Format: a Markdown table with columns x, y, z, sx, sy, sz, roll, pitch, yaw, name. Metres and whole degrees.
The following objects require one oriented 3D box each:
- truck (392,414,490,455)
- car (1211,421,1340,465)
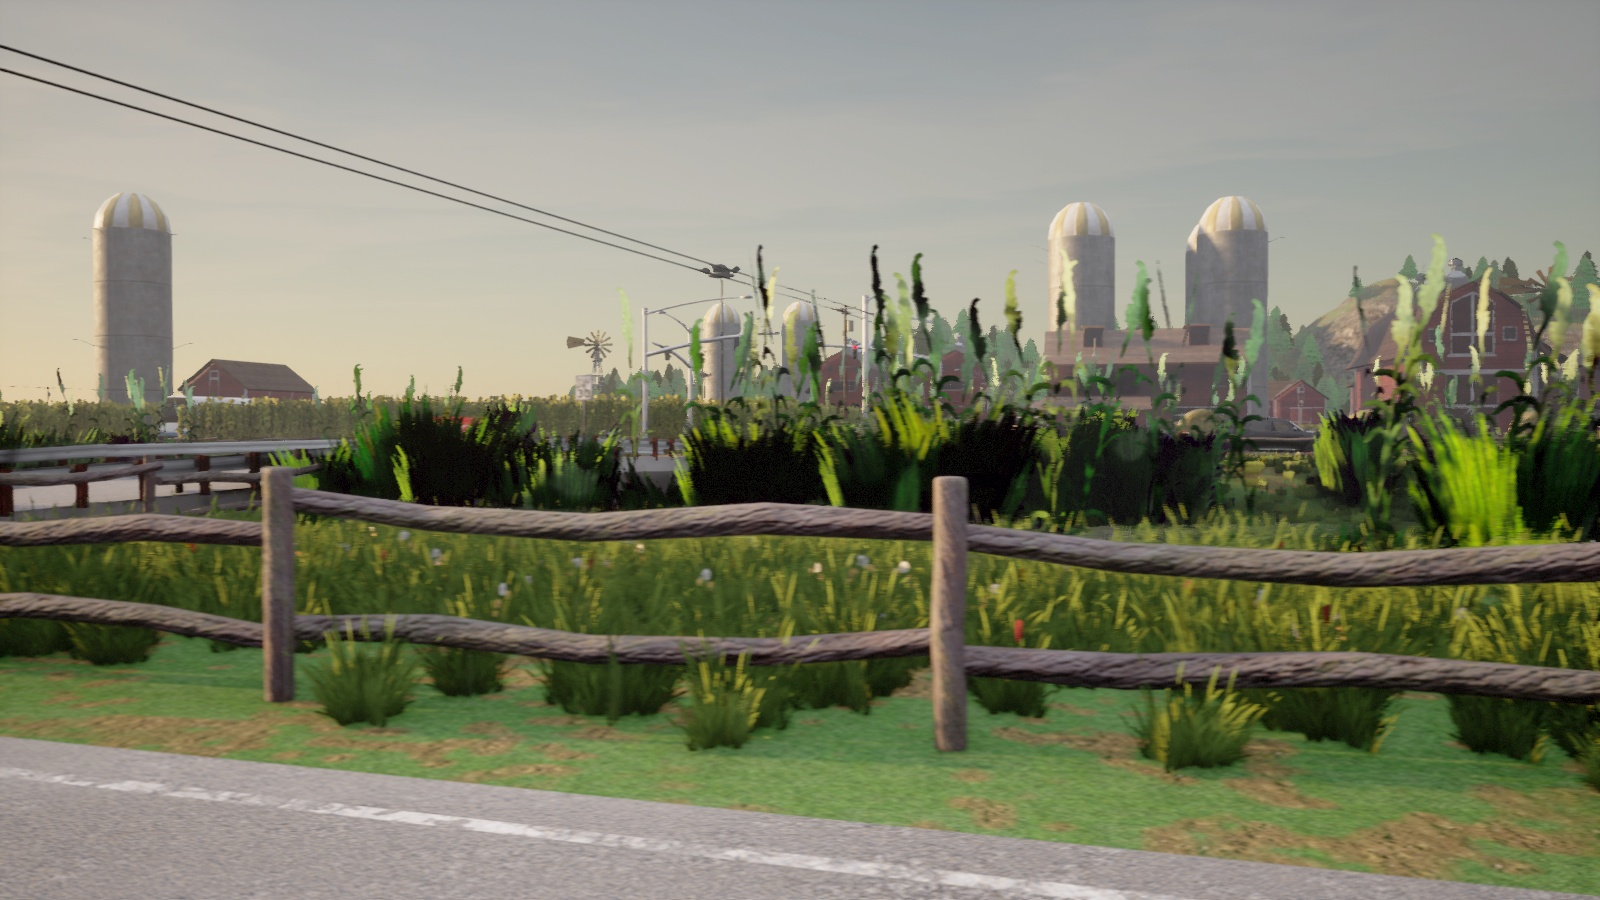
| x | y | z | sx | sy | sz | roll | pitch | yaw | name |
| --- | --- | --- | --- | --- | --- | --- | --- | --- | --- |
| -22.307 | -0.996 | 78.128 | 5.204 | 2.467 | 2.627 | 0 | 1 | 12 | truck |
| 22.514 | -0.360 | 59.706 | 5.566 | 2.045 | 2.150 | 0 | 1 | 15 | car |
